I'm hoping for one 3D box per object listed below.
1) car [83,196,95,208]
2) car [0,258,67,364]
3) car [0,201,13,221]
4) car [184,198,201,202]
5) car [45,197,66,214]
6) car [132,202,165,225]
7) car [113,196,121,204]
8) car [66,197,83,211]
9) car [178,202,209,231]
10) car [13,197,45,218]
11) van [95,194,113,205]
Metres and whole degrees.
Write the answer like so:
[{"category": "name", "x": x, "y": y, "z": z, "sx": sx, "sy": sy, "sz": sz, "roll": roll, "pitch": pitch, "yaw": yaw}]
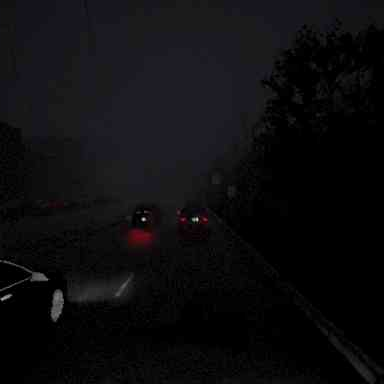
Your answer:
[{"category": "car", "x": -15.521, "y": 1.520, "z": 46.210, "sx": 2.002, "sy": 1.452, "sz": 4.674, "roll": 0, "pitch": 0, "yaw": 0}, {"category": "car", "x": -3.150, "y": 1.507, "z": 4.051, "sx": 1.837, "sy": 1.490, "sz": 4.892, "roll": 0, "pitch": 0, "yaw": 0}, {"category": "car", "x": -15.469, "y": 1.464, "z": 23.986, "sx": 2.097, "sy": 1.535, "sz": 5.008, "roll": 0, "pitch": 0, "yaw": 0}, {"category": "car", "x": 0.104, "y": 1.511, "z": 41.639, "sx": 2.128, "sy": 1.511, "sz": 4.902, "roll": 0, "pitch": 0, "yaw": 0}, {"category": "car", "x": -15.495, "y": 1.346, "z": 35.063, "sx": 2.185, "sy": 1.767, "sz": 4.553, "roll": 0, "pitch": 0, "yaw": 0}, {"category": "car", "x": -3.147, "y": 1.516, "z": 24.086, "sx": 1.837, "sy": 1.490, "sz": 4.892, "roll": 0, "pitch": 0, "yaw": 0}, {"category": "car", "x": -15.562, "y": 1.520, "z": 62.752, "sx": 2.163, "sy": 1.488, "sz": 4.792, "roll": 0, "pitch": 0, "yaw": 0}, {"category": "car", "x": -15.507, "y": 1.350, "z": 40.588, "sx": 2.185, "sy": 1.767, "sz": 4.553, "roll": 0, "pitch": 0, "yaw": 0}, {"category": "car", "x": 0.096, "y": 1.557, "z": 20.686, "sx": 2.033, "sy": 1.411, "sz": 5.357, "roll": 0, "pitch": 0, "yaw": 0}, {"category": "car", "x": -15.482, "y": 1.469, "z": 29.512, "sx": 2.231, "sy": 1.521, "sz": 4.892, "roll": 0, "pitch": 0, "yaw": 0}, {"category": "van", "x": -15.547, "y": 1.261, "z": 57.141, "sx": 1.878, "sy": 1.987, "sz": 4.442, "roll": 0, "pitch": 0, "yaw": 0}]
